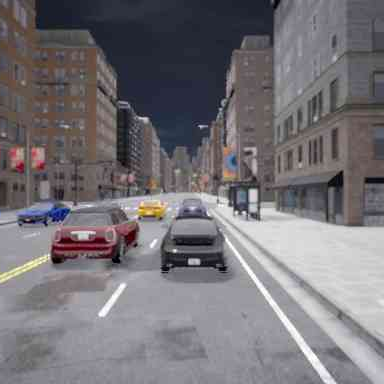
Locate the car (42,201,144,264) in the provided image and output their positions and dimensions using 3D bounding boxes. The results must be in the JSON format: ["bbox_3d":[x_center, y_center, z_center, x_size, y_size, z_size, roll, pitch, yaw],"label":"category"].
[{"bbox_3d":[-3.185,1.317,11.844,2.097,1.767,4.553,0,0,0],"label":"car"}]

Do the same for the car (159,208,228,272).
[{"bbox_3d":[0.062,1.472,10.672,1.837,1.490,4.892,0,0,0],"label":"car"}]

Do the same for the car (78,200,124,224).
[{"bbox_3d":[-6.626,1.418,24.890,2.128,1.511,4.902,0,0,0],"label":"car"}]

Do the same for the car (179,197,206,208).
[{"bbox_3d":[0.041,1.273,26.497,2.097,1.767,4.553,0,0,0],"label":"car"}]

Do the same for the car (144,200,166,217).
[{"bbox_3d":[-3.208,1.396,27.397,1.882,1.535,5.008,0,0,0],"label":"car"}]

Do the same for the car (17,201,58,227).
[{"bbox_3d":[-9.876,1.410,22.501,1.882,1.535,5.008,0,0,0],"label":"car"}]
